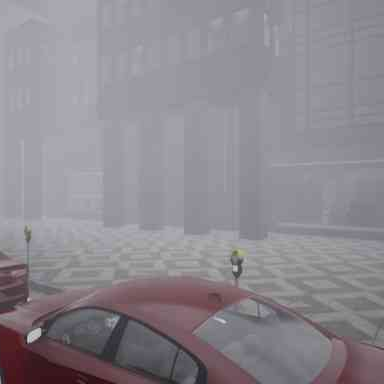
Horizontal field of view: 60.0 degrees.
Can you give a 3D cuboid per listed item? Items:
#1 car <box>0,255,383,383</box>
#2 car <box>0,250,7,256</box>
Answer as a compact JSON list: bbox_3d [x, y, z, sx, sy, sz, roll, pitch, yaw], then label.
[{"bbox_3d":[-0.417,1.545,3.262,4.507,1.381,1.887,0,0,36],"label":"car"},{"bbox_3d":[-5.002,1.545,6.540,4.507,1.381,1.887,0,0,36],"label":"car"}]
